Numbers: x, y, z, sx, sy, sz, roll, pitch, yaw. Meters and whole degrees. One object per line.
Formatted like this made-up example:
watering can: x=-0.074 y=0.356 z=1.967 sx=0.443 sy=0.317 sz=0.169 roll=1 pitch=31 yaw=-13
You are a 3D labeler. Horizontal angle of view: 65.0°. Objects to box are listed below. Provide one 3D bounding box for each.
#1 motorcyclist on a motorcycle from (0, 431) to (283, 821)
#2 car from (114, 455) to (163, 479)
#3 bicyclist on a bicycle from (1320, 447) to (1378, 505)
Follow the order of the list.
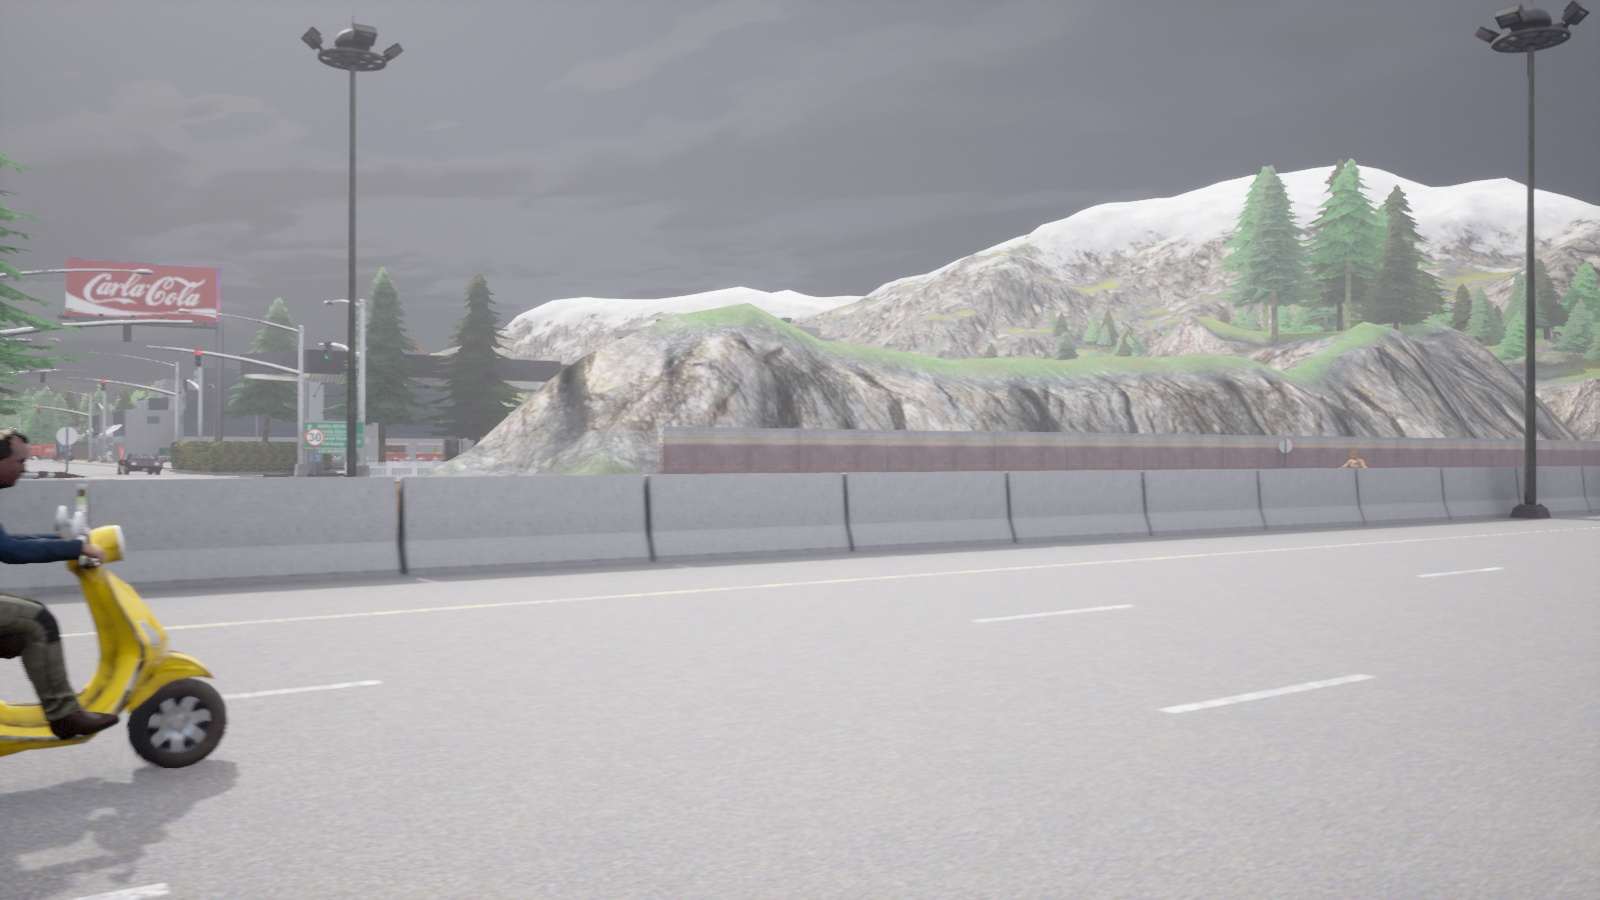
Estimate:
motorcyclist on a motorcycle: x=-3.361 y=0.719 z=5.585 sx=1.817 sy=1.590 sz=0.866 roll=0 pitch=0 yaw=-35
car: x=-38.589 y=0.995 z=73.201 sx=1.895 sy=1.301 sz=4.718 roll=2 pitch=-1 yaw=-35
bicyclist on a bicycle: x=15.701 y=0.736 z=35.913 sx=1.509 sy=1.612 sz=0.866 roll=0 pitch=0 yaw=-35
